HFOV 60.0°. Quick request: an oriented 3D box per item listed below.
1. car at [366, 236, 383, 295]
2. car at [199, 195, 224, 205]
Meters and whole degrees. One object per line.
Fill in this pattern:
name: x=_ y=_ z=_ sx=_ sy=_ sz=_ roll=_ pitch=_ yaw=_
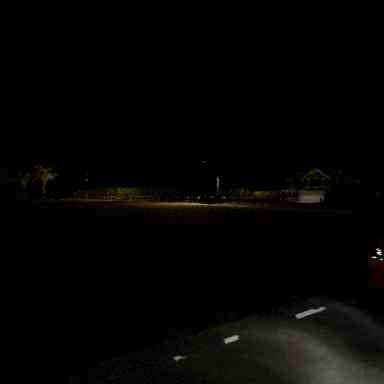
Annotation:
car: x=6.221 y=1.220 z=7.498 sx=5.566 sy=2.045 sz=2.150 roll=0 pitch=0 yaw=-35
car: x=3.046 y=1.294 z=52.538 sx=2.128 sy=1.511 sz=4.902 roll=2 pitch=-1 yaw=-35
